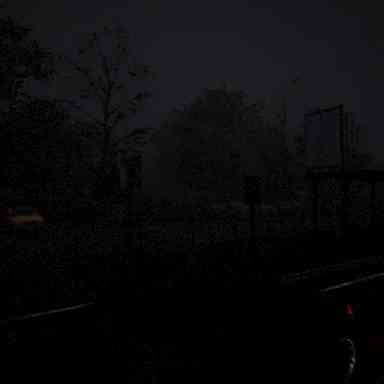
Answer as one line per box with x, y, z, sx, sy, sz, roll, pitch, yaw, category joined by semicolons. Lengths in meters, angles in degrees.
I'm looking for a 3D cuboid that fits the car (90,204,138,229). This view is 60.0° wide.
-5.449;1.568;22.764;2.163;1.488;4.792;0;0;-36;car

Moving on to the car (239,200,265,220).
3.569;1.606;29.239;2.097;1.535;5.008;0;0;-36;car

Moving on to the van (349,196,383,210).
21.698;1.528;42.058;1.878;1.987;4.442;0;0;-36;van

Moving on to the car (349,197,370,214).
17.221;1.713;38.774;1.946;1.575;5.366;0;0;-36;car

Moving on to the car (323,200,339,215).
12.602;1.679;35.694;2.231;1.521;4.892;0;0;-36;car

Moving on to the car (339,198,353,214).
14.838;1.726;37.335;2.163;1.488;4.792;0;0;-36;car

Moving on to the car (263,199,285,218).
5.825;1.664;30.855;2.002;1.452;4.674;0;0;-36;car

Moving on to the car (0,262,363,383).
0.034;1.577;3.708;4.181;1.385;1.994;0;0;-35;car

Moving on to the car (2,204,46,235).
-9.875;1.501;19.408;1.946;1.575;5.366;0;0;-36;car

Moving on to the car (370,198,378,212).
19.355;1.764;40.564;2.163;1.488;4.792;0;0;-36;car

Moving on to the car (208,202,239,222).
1.308;1.629;27.626;2.002;1.452;4.674;0;0;-36;car

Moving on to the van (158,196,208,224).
-1.017;1.346;26.111;1.878;1.987;4.442;0;0;-36;van

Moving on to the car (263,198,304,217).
8.064;1.516;32.497;2.185;1.767;4.553;0;0;-36;car

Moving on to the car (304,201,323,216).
10.337;1.660;34.090;2.097;1.535;5.008;0;0;-36;car
